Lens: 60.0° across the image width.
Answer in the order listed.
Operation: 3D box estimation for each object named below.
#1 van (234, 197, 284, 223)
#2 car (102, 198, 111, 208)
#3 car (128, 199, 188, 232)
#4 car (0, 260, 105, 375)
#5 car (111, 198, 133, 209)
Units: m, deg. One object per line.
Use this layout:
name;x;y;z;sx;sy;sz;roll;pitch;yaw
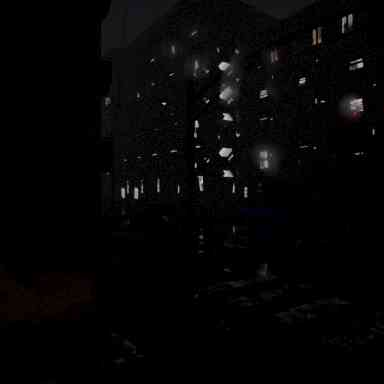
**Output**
van;4.913;1.280;24.934;1.690;1.788;3.998;0;0;-36
car;-11.737;1.463;47.827;1.887;1.381;4.507;-1;0;-36
car;-1.876;1.441;20.020;1.967;1.590;4.097;0;0;-36
car;-3.568;1.525;4.020;4.829;1.417;1.752;0;0;-36
car;-8.407;1.463;43.249;1.887;1.381;4.507;-1;0;-36
